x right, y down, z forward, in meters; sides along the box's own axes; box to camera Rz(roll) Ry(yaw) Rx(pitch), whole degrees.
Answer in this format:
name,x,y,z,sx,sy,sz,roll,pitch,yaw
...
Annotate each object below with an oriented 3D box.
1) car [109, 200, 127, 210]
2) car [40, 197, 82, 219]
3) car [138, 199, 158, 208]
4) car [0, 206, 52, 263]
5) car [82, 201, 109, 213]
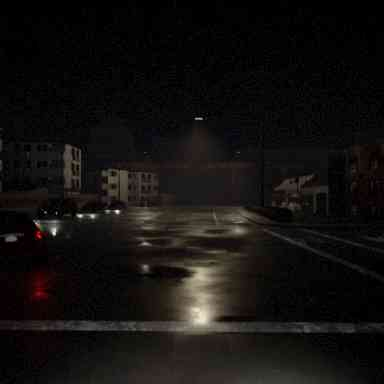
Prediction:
name,x,y,z,sx,sy,sz,roll,pitch,yaw
car,-12.023,2.117,53.905,1.837,1.490,4.892,0,-1,7
car,-13.488,1.573,33.673,2.150,2.045,5.566,0,-1,3
car,-8.574,2.113,65.372,2.097,1.767,4.553,0,-1,27
car,-6.787,1.458,11.645,2.097,1.767,4.553,0,0,-40
car,-12.925,1.959,43.733,1.882,1.535,5.008,0,-1,4
